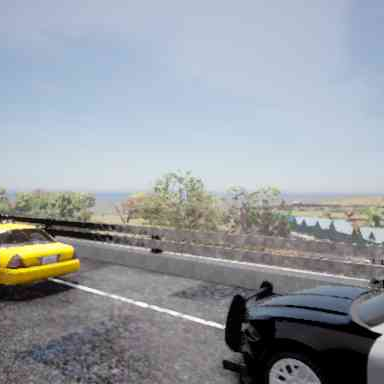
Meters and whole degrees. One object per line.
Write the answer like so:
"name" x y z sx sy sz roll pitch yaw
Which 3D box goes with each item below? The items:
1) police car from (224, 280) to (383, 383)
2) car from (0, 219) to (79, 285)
"police car" 2.771 1.462 3.125 5.238 1.638 1.930 0 -1 37
"car" -5.305 1.527 9.156 5.366 1.575 1.801 0 -1 37
